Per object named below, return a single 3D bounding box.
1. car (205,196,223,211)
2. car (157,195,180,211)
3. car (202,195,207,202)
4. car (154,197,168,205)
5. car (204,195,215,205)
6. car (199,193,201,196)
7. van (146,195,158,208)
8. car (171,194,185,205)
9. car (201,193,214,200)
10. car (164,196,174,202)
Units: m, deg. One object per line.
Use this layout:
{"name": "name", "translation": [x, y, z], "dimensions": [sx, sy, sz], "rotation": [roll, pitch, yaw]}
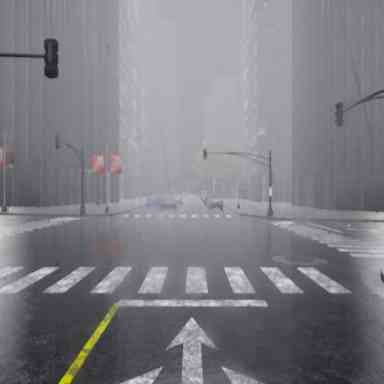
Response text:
{"name": "car", "translation": [2.979, 1.565, 41.700], "dimensions": [2.008, 1.369, 4.403], "rotation": [0, 0, 1]}
{"name": "car", "translation": [-2.870, 1.492, 41.907], "dimensions": [1.882, 1.535, 5.008], "rotation": [0, 0, 1]}
{"name": "car", "translation": [3.086, 1.571, 52.726], "dimensions": [2.008, 1.369, 4.403], "rotation": [0, 0, 1]}
{"name": "car", "translation": [-5.385, 1.589, 58.318], "dimensions": [1.947, 1.339, 4.313], "rotation": [0, 0, 1]}
{"name": "car", "translation": [3.034, 1.543, 47.383], "dimensions": [1.752, 1.417, 4.829], "rotation": [0, 0, 1]}
{"name": "car", "translation": [3.353, 1.476, 80.290], "dimensions": [1.967, 1.590, 4.097], "rotation": [0, 0, 1]}
{"name": "van", "translation": [-5.492, 1.358, 47.294], "dimensions": [1.690, 1.788, 3.998], "rotation": [0, 0, 1]}
{"name": "car", "translation": [-2.688, 1.549, 58.724], "dimensions": [1.812, 1.442, 4.674], "rotation": [0, 0, 1]}
{"name": "car", "translation": [3.140, 1.338, 58.239], "dimensions": [2.192, 1.841, 5.009], "rotation": [0, 0, 1]}
{"name": "car", "translation": [-5.225, 1.578, 74.855], "dimensions": [1.887, 1.381, 4.507], "rotation": [0, 0, 1]}
